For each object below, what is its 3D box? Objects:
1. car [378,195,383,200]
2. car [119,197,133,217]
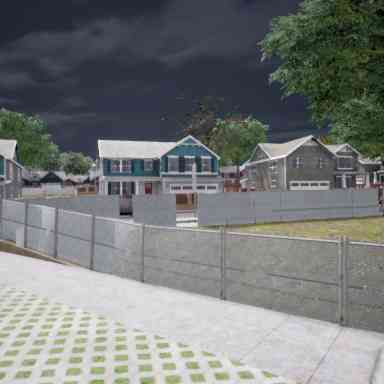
[{"bbox_3d":[19.033,0.396,29.872,4.674,1.442,1.812,-1,-1,-15],"label":"car"},{"bbox_3d":[-5.251,1.069,22.550,5.357,1.411,2.033,-2,0,-18],"label":"car"}]
